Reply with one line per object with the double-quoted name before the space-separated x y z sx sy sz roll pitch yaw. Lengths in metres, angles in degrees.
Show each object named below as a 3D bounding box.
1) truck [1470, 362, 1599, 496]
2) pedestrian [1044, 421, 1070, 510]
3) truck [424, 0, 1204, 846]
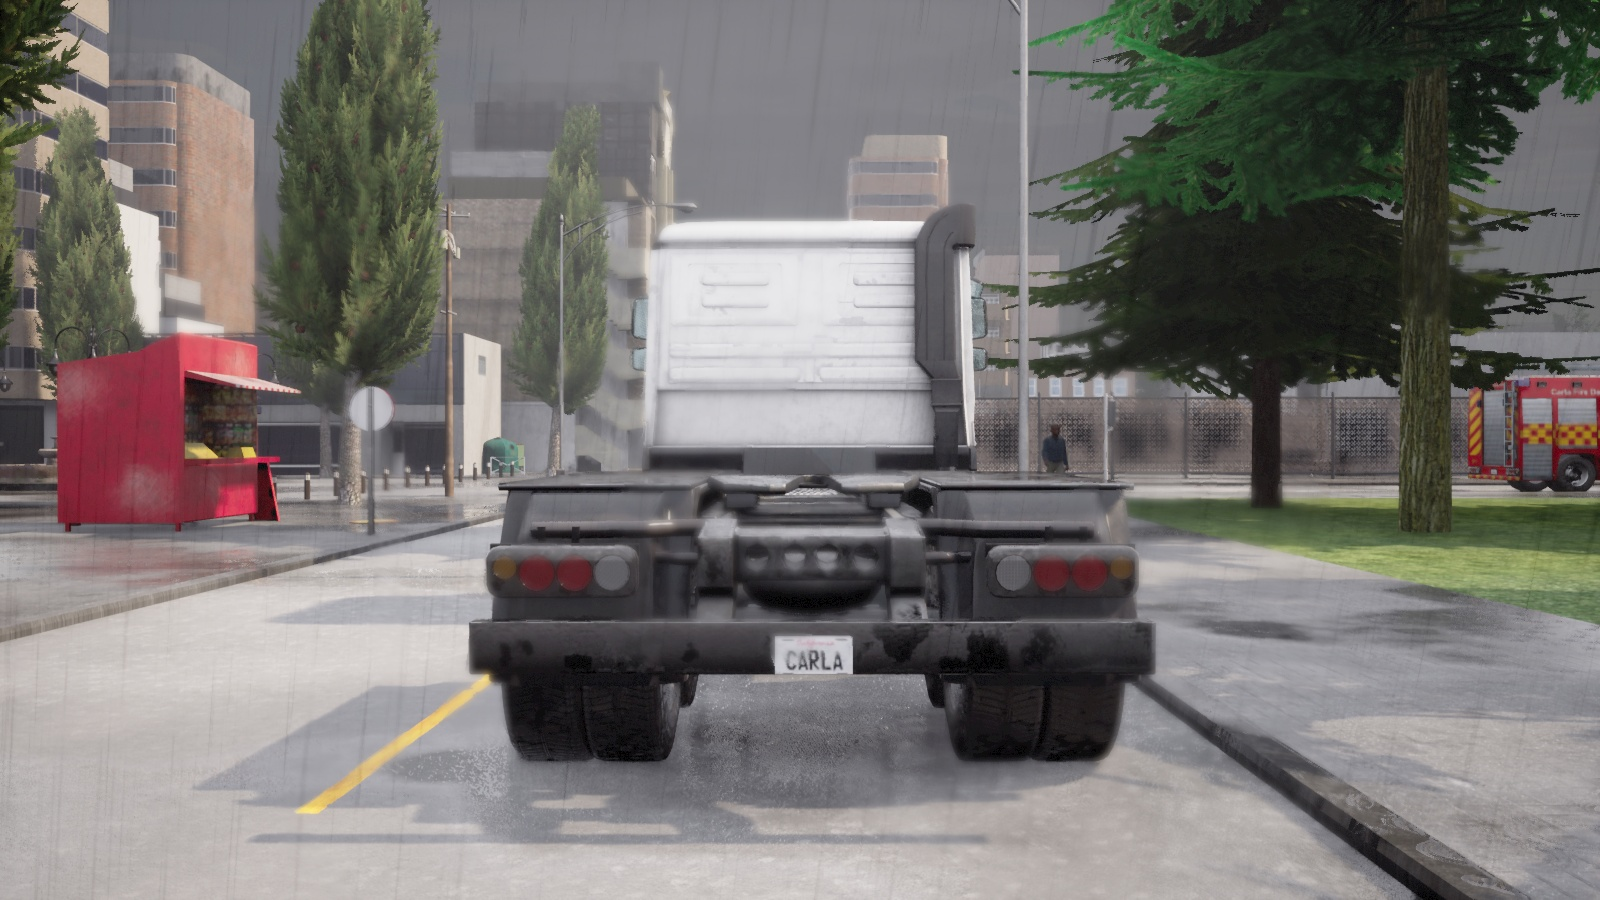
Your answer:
"truck" 24.945 -0.609 37.322 8.468 3.827 2.891 0 0 0
"pedestrian" 5.381 0.312 26.332 0.370 1.835 0.726 0 0 -3
"truck" 0.072 -0.284 8.629 2.891 3.462 7.936 0 0 0
